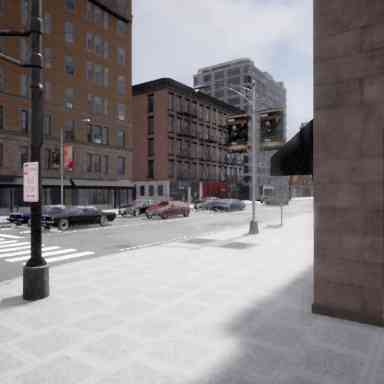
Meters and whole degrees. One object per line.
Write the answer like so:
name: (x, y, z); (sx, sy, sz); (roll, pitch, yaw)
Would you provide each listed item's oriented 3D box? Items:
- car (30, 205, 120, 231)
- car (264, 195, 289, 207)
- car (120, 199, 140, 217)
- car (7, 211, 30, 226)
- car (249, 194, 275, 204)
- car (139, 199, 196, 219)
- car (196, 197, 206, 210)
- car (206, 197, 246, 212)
car: (-7.081, 1.547, 20.599); (1.895, 1.301, 4.718); (0, 0, 35)
car: (12.194, 1.155, 47.852); (2.097, 1.767, 4.553); (0, 0, 36)
car: (-4.457, 1.405, 29.967); (2.128, 1.511, 4.902); (0, 0, 35)
car: (-9.737, 1.553, 22.472); (1.895, 1.301, 4.718); (0, 0, 35)
car: (10.928, 1.058, 51.650); (2.033, 1.411, 5.357); (0, 0, 35)
car: (-1.917, 1.434, 27.931); (1.812, 1.442, 4.674); (0, 0, 35)
car: (2.063, 1.356, 39.219); (2.128, 1.511, 4.902); (0, 0, 35)
car: (4.082, 1.411, 36.450); (2.033, 1.411, 5.357); (0, 0, 35)
